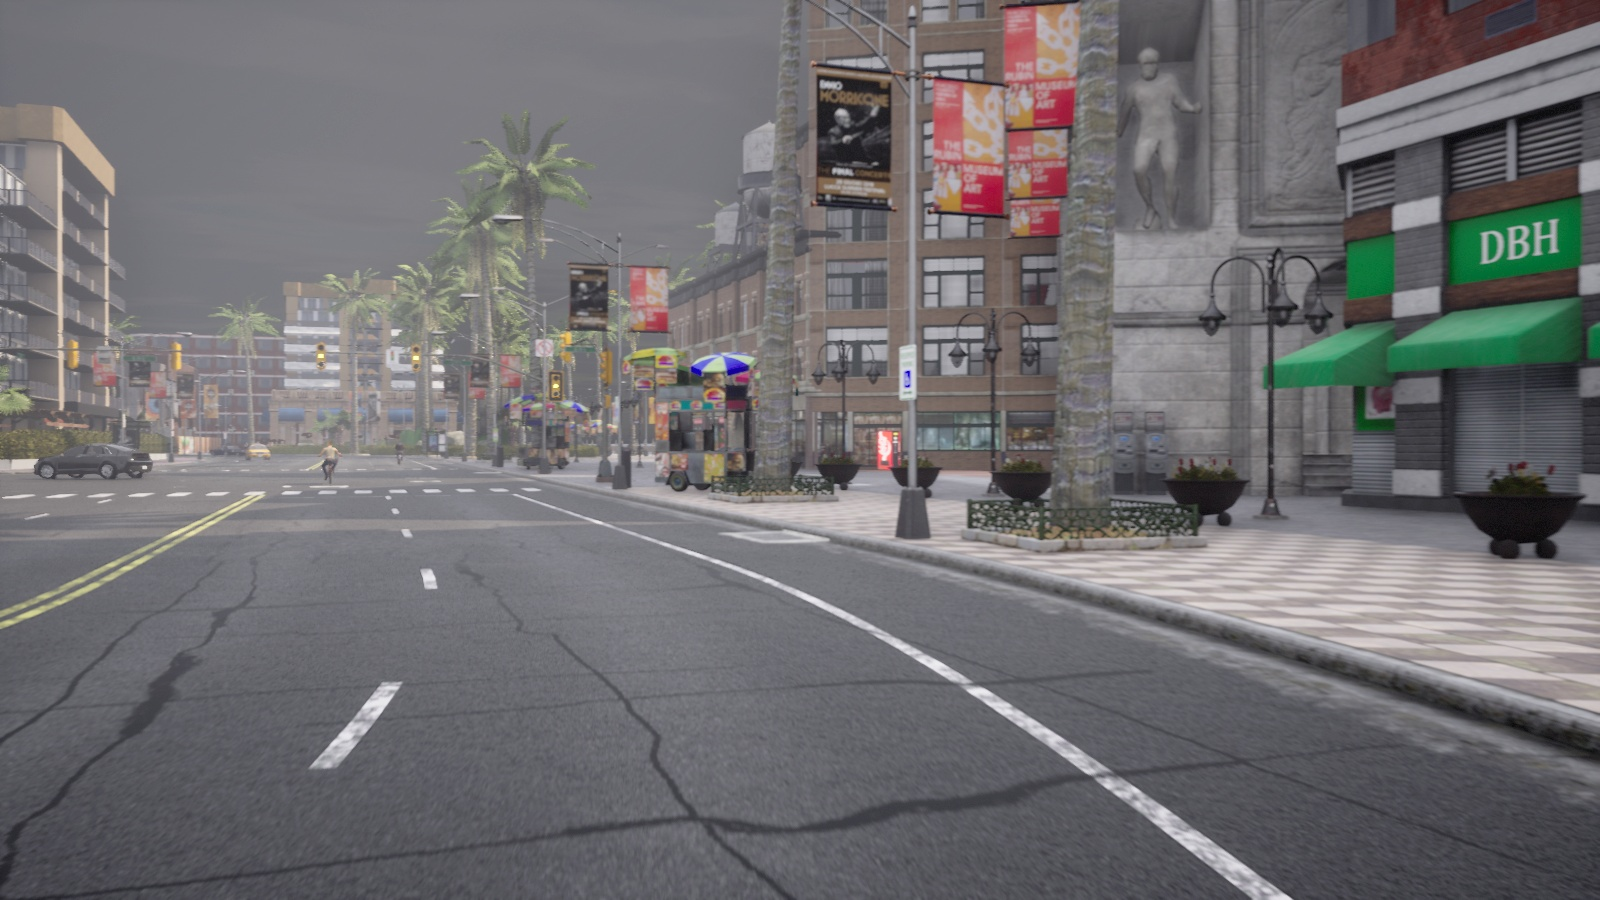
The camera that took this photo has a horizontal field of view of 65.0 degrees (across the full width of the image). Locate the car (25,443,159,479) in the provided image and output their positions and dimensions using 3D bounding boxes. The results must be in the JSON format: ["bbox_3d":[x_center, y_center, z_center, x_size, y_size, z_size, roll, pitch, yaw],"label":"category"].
[{"bbox_3d":[-30.134,0.452,53.505,4.892,1.490,1.837,0,0,9],"label":"car"}]
